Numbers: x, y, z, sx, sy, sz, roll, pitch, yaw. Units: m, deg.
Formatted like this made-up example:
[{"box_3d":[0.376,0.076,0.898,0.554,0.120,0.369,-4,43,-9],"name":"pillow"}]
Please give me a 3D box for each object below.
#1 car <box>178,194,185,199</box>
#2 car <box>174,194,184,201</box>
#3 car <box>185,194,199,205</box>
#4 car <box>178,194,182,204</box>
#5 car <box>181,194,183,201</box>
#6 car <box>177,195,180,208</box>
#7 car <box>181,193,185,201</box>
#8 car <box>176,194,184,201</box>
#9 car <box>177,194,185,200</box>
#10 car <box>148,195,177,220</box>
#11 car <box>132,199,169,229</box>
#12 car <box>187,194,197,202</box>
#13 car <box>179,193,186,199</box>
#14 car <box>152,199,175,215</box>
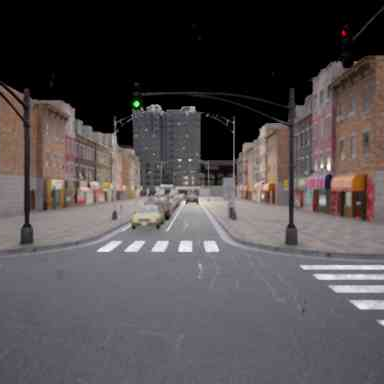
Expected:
[{"box_3d":[-2.640,1.145,86.276,1.802,1.307,4.206,0,0,0],"name":"car"},{"box_3d":[-2.640,1.195,69.920,2.008,1.369,4.403,0,0,0],"name":"car"},{"box_3d":[0.018,1.078,53.650,2.097,1.767,4.553,0,0,0],"name":"car"},{"box_3d":[-2.640,1.344,42.660,1.947,1.339,4.313,0,0,0],"name":"car"},{"box_3d":[-2.640,1.317,48.112,1.947,1.339,4.313,0,0,0],"name":"car"},{"box_3d":[-2.640,1.332,37.038,1.752,1.417,4.829,0,0,0],"name":"car"},{"box_3d":[-2.640,1.275,53.564,2.008,1.369,4.403,0,0,0],"name":"car"},{"box_3d":[-2.640,1.144,75.202,1.752,1.417,4.829,0,0,0],"name":"car"},{"box_3d":[-2.640,1.156,80.825,1.947,1.339,4.313,0,0,0],"name":"car"},{"box_3d":[-2.640,1.175,26.303,2.192,1.841,5.009,0,0,0],"name":"car"},{"box_3d":[-2.640,1.414,20.682,1.752,1.417,4.829,0,0,0],"name":"car"},{"box_3d":[0.011,1.145,65.697,1.882,1.535,5.008,0,0,0],"name":"car"},{"box_3d":[-2.640,1.102,91.728,1.947,1.339,4.313,0,0,0],"name":"car"},{"box_3d":[-2.640,1.415,31.756,1.802,1.307,4.206,0,0,0],"name":"car"}]
